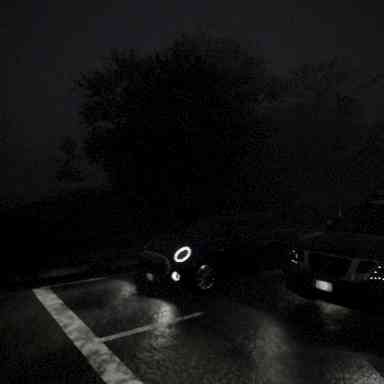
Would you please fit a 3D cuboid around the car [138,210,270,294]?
[{"bbox_3d":[0.863,1.327,8.903,4.553,1.767,2.097,-1,0,-36],"label":"car"}]

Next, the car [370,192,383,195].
[{"bbox_3d":[8.653,1.035,14.453,5.566,2.045,2.150,-2,1,-36],"label":"car"}]

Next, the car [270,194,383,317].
[{"bbox_3d":[4.442,1.176,7.156,5.566,2.045,2.150,-1,0,-36],"label":"car"}]
